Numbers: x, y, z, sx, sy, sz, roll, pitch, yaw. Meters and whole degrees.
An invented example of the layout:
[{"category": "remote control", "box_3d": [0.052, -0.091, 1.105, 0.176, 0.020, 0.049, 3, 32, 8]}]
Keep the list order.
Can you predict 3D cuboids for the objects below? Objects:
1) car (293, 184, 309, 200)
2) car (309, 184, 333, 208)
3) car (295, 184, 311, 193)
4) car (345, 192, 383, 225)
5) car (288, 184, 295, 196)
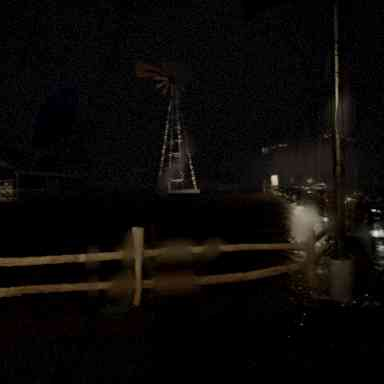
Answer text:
[{"category": "car", "box_3d": [12.748, 0.124, 36.744, 1.994, 1.385, 4.181, -1, 2, 9]}, {"category": "car", "box_3d": [11.086, 0.392, 26.935, 1.882, 1.535, 5.008, -1, 2, 10]}, {"category": "car", "box_3d": [18.752, -0.656, 56.216, 1.812, 1.442, 4.674, -1, 2, 9]}, {"category": "car", "box_3d": [9.442, 0.763, 17.277, 2.128, 1.511, 4.902, -1, 2, 9]}, {"category": "car", "box_3d": [14.396, -0.313, 46.729, 1.882, 1.535, 5.008, -1, 2, 9]}]
